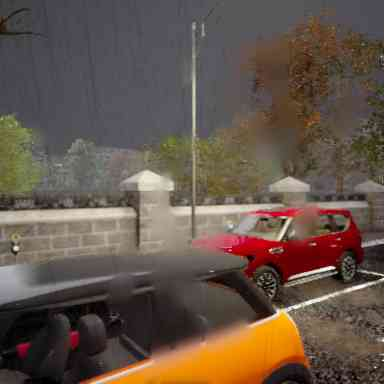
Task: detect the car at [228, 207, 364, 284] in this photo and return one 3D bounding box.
[{"bbox_3d":[2.189,1.336,8.125,5.009,1.841,2.192,0,0,-35],"label":"car"}]

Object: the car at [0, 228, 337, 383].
[{"bbox_3d":[-1.184,1.353,2.488,4.553,1.767,2.097,0,0,-36],"label":"car"}]
